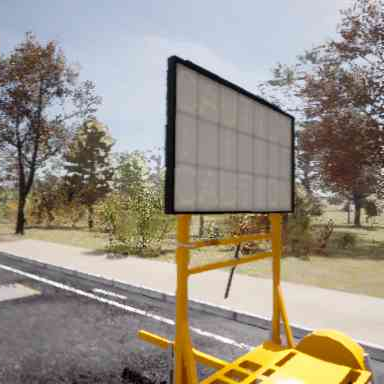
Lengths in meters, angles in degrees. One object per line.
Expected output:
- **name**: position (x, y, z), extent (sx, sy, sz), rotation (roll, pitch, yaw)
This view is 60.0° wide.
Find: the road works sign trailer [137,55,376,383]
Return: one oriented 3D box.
- **road works sign trailer**: position (0.384, 0.638, 3.731), extent (2.880, 3.560, 2.380), rotation (-1, -3, 40)
